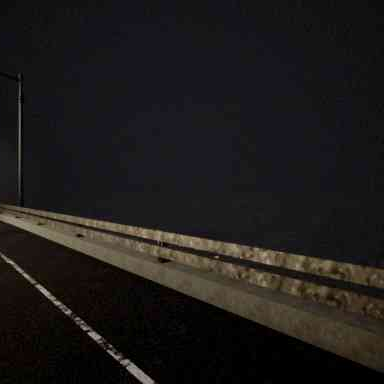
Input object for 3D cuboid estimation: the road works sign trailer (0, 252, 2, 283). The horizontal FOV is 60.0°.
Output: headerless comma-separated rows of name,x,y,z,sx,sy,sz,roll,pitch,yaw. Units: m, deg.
road works sign trailer,-6.450,0.462,8.638,2.380,3.560,2.880,0,0,-38
